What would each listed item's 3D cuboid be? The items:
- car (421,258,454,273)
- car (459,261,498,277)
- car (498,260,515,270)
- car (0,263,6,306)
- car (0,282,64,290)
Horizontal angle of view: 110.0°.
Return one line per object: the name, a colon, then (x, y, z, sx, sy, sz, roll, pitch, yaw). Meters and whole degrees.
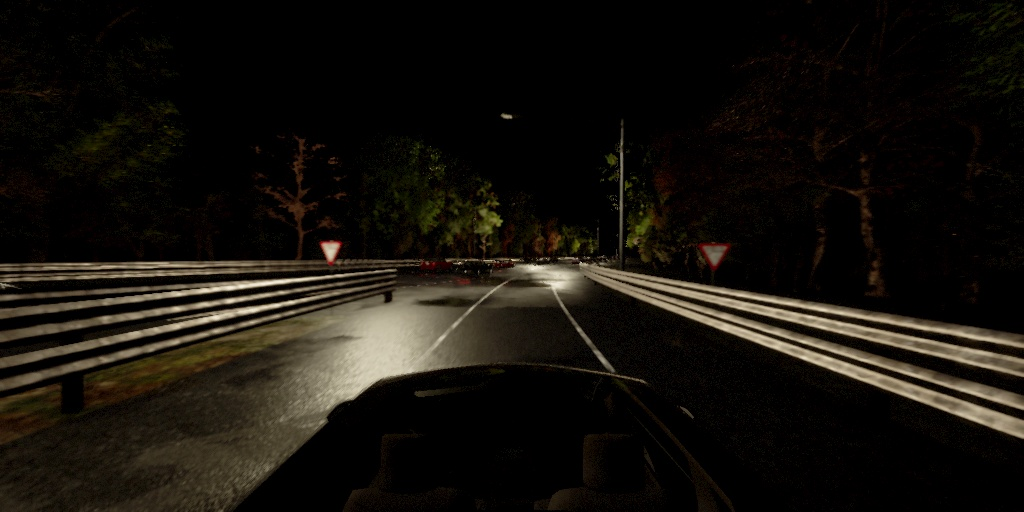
car: (-8.679, 0.970, 41.972, 2.097, 1.767, 4.553, 1, 0, 20)
car: (-3.503, 1.213, 35.838, 1.837, 1.490, 4.892, 1, 0, 20)
car: (-1.180, 1.295, 52.080, 1.895, 1.301, 4.718, 1, 0, 20)
car: (-20.200, 1.026, 11.055, 1.882, 1.535, 5.008, 1, 0, 20)
car: (-13.644, 1.143, 8.600, 2.128, 1.511, 4.902, 1, 0, 20)
